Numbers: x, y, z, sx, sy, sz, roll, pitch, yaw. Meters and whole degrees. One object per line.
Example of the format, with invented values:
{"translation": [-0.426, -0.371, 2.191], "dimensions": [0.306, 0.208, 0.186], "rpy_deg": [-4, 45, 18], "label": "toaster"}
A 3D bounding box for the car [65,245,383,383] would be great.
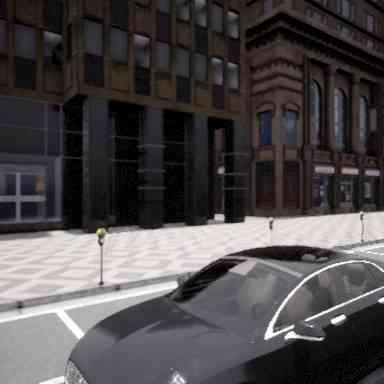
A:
{"translation": [1.023, 1.505, 4.108], "dimensions": [4.892, 1.490, 1.837], "rpy_deg": [0, 0, -35], "label": "car"}
